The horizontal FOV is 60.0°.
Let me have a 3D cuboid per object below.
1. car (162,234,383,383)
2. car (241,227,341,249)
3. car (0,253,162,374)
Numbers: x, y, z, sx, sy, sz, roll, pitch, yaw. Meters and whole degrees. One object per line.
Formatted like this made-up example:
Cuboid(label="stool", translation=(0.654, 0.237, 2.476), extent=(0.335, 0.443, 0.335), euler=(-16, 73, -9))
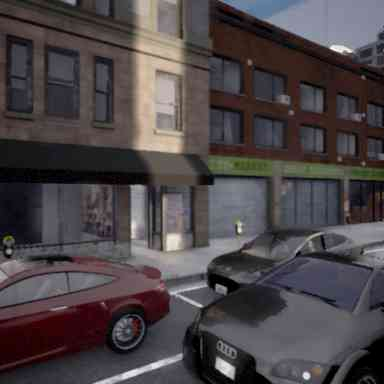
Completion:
Cuboid(label="car", translation=(1.948, 1.559, 4.457), extent=(4.181, 1.385, 1.994), euler=(0, 0, -36))
Cuboid(label="car", translation=(2.358, 1.557, 7.857), extent=(4.313, 1.339, 1.947), euler=(0, 0, -35))
Cuboid(label="car", translation=(-2.275, 1.579, 4.567), extent=(4.206, 1.307, 1.802), euler=(0, 0, -35))
